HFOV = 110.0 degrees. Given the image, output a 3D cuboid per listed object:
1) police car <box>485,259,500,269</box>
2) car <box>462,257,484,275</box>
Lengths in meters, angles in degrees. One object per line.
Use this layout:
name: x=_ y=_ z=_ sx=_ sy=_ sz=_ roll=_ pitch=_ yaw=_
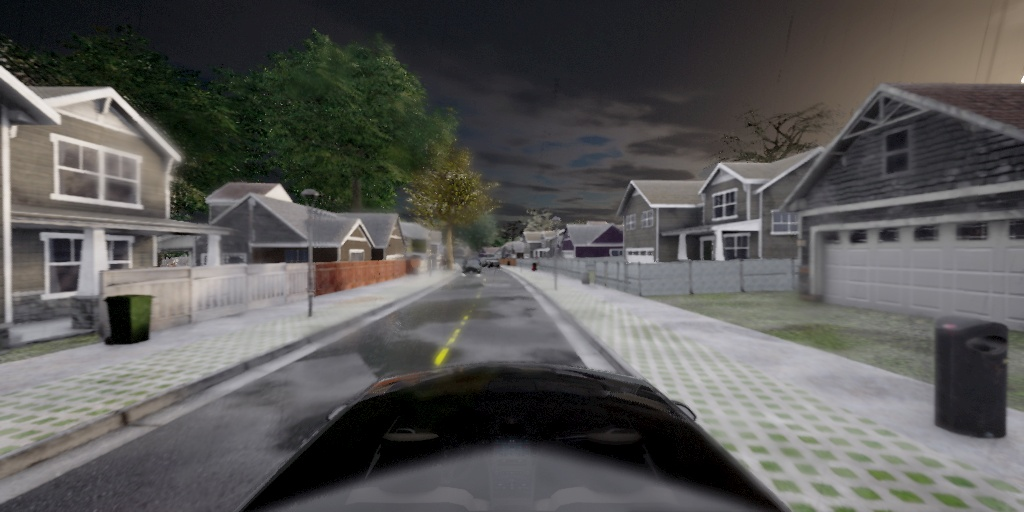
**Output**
police car: x=-3.174 y=1.342 z=62.541 sx=1.930 sy=1.638 sz=5.238 roll=0 pitch=0 yaw=-7
car: x=-4.608 y=1.180 z=41.534 sx=2.097 sy=1.767 sz=4.553 roll=0 pitch=0 yaw=-5
